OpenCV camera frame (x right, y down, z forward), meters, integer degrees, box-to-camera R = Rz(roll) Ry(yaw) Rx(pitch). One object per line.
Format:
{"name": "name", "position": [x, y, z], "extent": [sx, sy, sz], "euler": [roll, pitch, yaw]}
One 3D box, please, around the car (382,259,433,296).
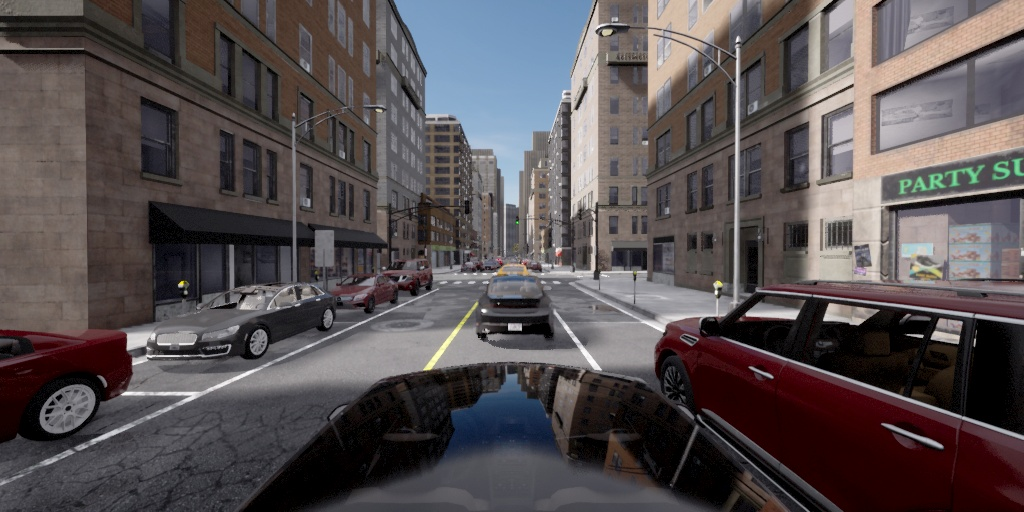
{"name": "car", "position": [-5.633, 1.065, 19.369], "extent": [2.192, 1.841, 5.009], "euler": [0, 0, 0]}

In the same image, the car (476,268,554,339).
{"name": "car", "position": [0.081, 1.255, 10.072], "extent": [1.837, 1.490, 4.892], "euler": [0, 0, 0]}

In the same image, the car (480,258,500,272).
{"name": "car", "position": [-3.005, 1.333, 46.776], "extent": [1.994, 1.385, 4.181], "euler": [0, 0, 0]}

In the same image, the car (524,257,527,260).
{"name": "car", "position": [2.961, 1.300, 52.112], "extent": [1.751, 1.417, 4.829], "euler": [0, 0, 0]}

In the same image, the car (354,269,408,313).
{"name": "car", "position": [-5.644, 1.331, 13.787], "extent": [1.802, 1.307, 4.207], "euler": [0, 0, 0]}

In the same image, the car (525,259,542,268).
{"name": "car", "position": [2.949, 1.350, 46.379], "extent": [1.802, 1.307, 4.207], "euler": [0, 0, 0]}

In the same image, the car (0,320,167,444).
{"name": "car", "position": [-5.668, 1.295, 2.622], "extent": [1.888, 1.381, 4.507], "euler": [0, 0, 0]}

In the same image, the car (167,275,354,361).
{"name": "car", "position": [-5.656, 1.299, 8.204], "extent": [2.007, 1.370, 4.403], "euler": [0, 0, 0]}

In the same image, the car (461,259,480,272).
{"name": "car", "position": [-5.576, 1.350, 46.369], "extent": [1.802, 1.307, 4.207], "euler": [0, 0, 0]}

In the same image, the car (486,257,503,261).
{"name": "car", "position": [-2.977, 1.330, 57.203], "extent": [2.033, 1.411, 5.357], "euler": [0, 0, 0]}

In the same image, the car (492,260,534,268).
{"name": "car", "position": [0.170, 1.228, 21.516], "extent": [1.882, 1.535, 5.008], "euler": [0, 0, 4]}

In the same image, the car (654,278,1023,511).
{"name": "car", "position": [2.858, 1.064, 2.626], "extent": [2.192, 1.841, 5.009], "euler": [0, 0, 0]}

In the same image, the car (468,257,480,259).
{"name": "car", "position": [-5.565, 1.090, 51.934], "extent": [2.192, 1.841, 5.009], "euler": [0, 0, 0]}
